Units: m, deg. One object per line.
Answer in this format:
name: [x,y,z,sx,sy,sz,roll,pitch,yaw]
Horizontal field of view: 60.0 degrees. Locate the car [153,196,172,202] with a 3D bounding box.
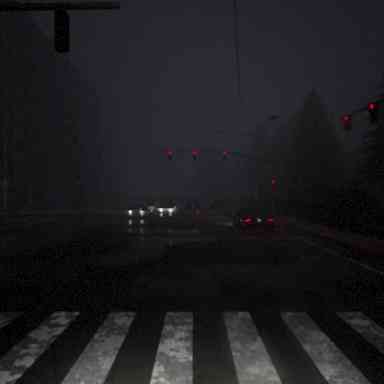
car: [-7.227,1.602,81.030,2.033,1.411,5.357,0,0,-37]

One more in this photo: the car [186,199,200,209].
car: [0.182,1.637,46.599,1.895,1.301,4.718,0,0,0]

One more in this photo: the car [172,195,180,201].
car: [-3.521,1.590,55.841,2.033,1.411,5.357,0,0,0]

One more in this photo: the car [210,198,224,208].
car: [3.687,1.564,49.170,1.812,1.442,4.674,0,0,0]

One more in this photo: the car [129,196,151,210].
car: [-7.004,1.560,43.930,1.812,1.442,4.674,0,0,0]

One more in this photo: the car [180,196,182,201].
car: [-4.362,1.564,83.018,1.837,1.490,4.892,0,0,-37]

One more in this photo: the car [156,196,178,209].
car: [-3.497,1.600,46.657,1.994,1.385,4.181,0,0,0]

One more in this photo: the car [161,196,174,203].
car: [-5.166,1.578,69.050,1.812,1.442,4.674,0,0,-15]

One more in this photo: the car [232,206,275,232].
car: [3.633,1.567,20.398,2.033,1.411,5.357,0,0,0]

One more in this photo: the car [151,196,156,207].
car: [-7.052,1.519,53.189,1.882,1.535,5.008,0,0,-1]

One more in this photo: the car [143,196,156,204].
car: [-8.767,1.579,68.811,1.812,1.442,4.674,0,0,-19]
